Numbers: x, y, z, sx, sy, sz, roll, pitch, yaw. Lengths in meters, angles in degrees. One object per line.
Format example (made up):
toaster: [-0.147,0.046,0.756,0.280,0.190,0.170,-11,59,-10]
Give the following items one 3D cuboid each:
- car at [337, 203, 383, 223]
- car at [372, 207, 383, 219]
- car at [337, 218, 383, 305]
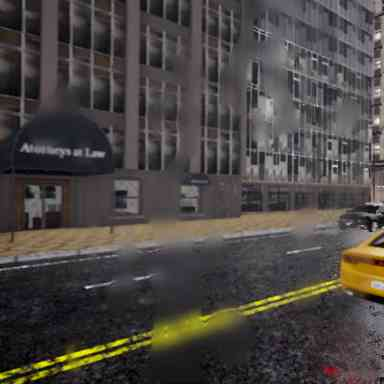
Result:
car: [10.199,1.425,18.929,4.892,1.490,1.837,0,0,-35]
car: [10.813,1.474,15.376,5.357,1.411,2.033,0,0,-35]
car: [5.228,1.443,7.148,5.008,1.535,1.882,0,0,-35]
